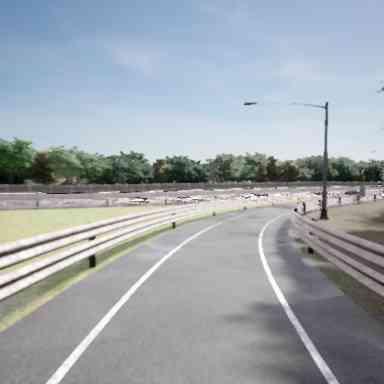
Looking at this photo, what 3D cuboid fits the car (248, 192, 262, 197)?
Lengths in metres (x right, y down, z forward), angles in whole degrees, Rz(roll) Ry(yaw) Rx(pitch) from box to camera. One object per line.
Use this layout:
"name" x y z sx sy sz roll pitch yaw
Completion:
"car" 14.630 0.808 73.886 5.357 1.411 2.033 -2 3 -27

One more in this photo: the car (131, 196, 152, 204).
"car" -9.566 1.430 61.396 4.674 1.442 1.812 -1 2 -27

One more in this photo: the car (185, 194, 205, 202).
"car" 0.403 1.209 66.543 4.674 1.442 1.812 -2 3 -27
